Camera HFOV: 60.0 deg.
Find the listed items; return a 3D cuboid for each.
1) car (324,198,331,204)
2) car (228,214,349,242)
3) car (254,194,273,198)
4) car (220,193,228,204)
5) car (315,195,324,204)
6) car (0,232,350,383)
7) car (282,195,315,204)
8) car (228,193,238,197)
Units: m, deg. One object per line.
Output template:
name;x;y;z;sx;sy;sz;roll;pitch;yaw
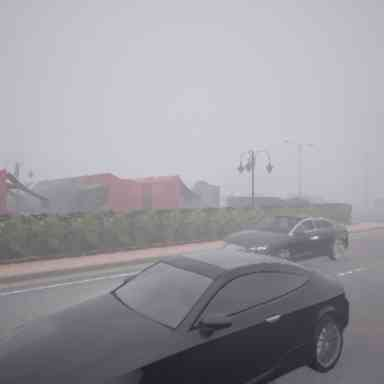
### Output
car;18.463;1.457;48.948;1.970;1.475;3.806;0;0;-36
car;3.112;1.493;10.647;4.902;1.511;2.128;0;0;-36
car;14.242;1.459;64.553;1.970;1.475;3.806;0;0;-36
car;6.153;1.222;80.269;1.905;1.878;3.866;0;0;-36
car;16.122;1.425;47.245;1.784;1.438;3.905;0;0;-36
car;0.140;1.526;4.102;4.674;1.442;1.812;0;0;-36
car;13.981;1.215;45.626;1.932;1.855;4.605;0;0;-36
car;8.525;1.219;81.928;1.932;1.855;4.605;0;0;-36
